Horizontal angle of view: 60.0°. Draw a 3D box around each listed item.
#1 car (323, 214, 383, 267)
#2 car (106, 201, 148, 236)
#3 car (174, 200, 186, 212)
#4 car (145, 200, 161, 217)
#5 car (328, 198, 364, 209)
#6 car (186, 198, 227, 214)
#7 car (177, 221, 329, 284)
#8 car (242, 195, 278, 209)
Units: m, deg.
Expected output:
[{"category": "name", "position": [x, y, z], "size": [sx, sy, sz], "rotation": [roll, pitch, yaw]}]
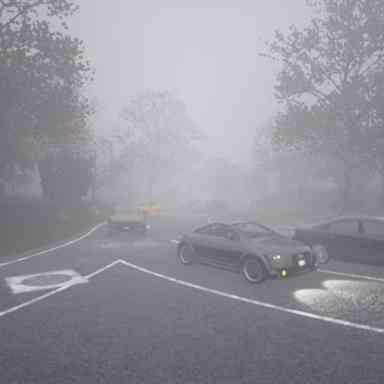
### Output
[{"category": "car", "position": [5.545, 1.465, 9.928], "size": [5.008, 1.535, 1.882], "rotation": [0, 1, 41]}, {"category": "car", "position": [-3.683, 1.469, 18.552], "size": [1.882, 1.535, 5.008], "rotation": [0, 0, -12]}, {"category": "car", "position": [0.038, 1.464, 37.350], "size": [2.128, 1.511, 4.902], "rotation": [0, 0, 40]}, {"category": "car", "position": [-4.144, 1.462, 27.901], "size": [1.882, 1.535, 5.008], "rotation": [0, 0, 14]}, {"category": "car", "position": [19.402, 1.471, 42.051], "size": [4.181, 1.385, 1.994], "rotation": [1, 0, 13]}, {"category": "car", "position": [1.857, 1.478, 34.666], "size": [1.837, 1.490, 4.892], "rotation": [-2, -1, 37]}, {"category": "car", "position": [1.410, 1.556, 9.665], "size": [1.994, 1.385, 4.181], "rotation": [0, 0, -40]}, {"category": "car", "position": [8.914, 1.248, 43.906], "size": [4.553, 1.767, 2.097], "rotation": [-1, 0, -19]}]
